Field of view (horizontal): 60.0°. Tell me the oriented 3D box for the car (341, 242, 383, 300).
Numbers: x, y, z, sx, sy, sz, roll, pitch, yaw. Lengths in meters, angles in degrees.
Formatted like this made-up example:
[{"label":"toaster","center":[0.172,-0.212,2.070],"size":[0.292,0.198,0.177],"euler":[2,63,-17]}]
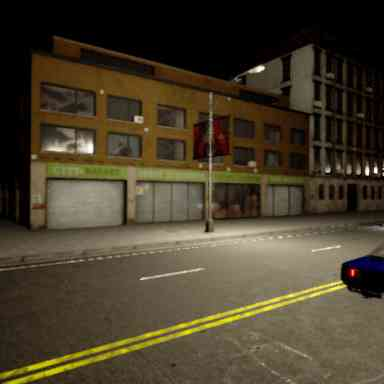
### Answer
[{"label":"car","center":[5.374,1.623,7.270],"size":[4.718,1.301,1.895],"euler":[0,0,-35]}]
